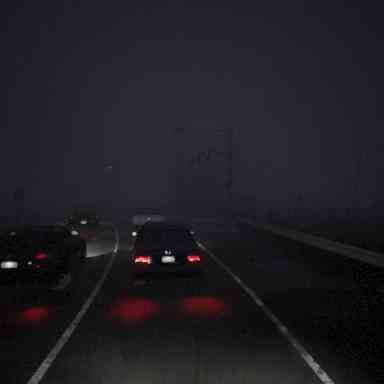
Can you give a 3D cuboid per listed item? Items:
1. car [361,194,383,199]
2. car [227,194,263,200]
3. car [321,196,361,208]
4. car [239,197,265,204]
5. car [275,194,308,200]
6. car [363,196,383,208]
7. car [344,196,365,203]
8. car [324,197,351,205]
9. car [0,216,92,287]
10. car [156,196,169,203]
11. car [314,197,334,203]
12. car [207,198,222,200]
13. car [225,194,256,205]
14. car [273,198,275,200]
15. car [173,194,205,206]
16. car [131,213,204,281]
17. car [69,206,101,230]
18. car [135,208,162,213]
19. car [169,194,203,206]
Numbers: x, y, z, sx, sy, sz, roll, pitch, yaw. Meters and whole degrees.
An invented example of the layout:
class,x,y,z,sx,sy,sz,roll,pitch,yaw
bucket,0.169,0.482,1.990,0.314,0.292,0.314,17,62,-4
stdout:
class,x,y,z,sx,sy,sz,roll,pitch,yaw
car,37.858,1.459,69.082,5.566,2.045,2.150,0,0,-28
car,8.911,1.437,58.124,5.566,2.045,2.150,0,0,-17
car,23.010,1.656,51.493,5.008,1.535,1.882,0,0,-18
car,12.667,1.784,70.309,4.902,1.511,2.128,0,0,-18
car,18.772,1.441,61.308,5.566,2.045,2.150,0,0,-17
car,26.134,1.644,45.157,4.902,1.511,2.128,0,0,-18
car,37.600,1.790,77.132,4.902,1.511,2.128,0,0,-32
car,28.176,1.702,64.438,5.008,1.535,1.882,0,0,-21
car,-4.305,1.604,9.401,1.994,1.385,4.181,0,0,-7
car,-4.899,1.603,64.630,4.553,1.767,2.097,0,0,-18
car,30.512,1.822,77.017,4.181,1.385,1.994,0,0,-25
car,4.372,1.818,67.597,4.181,1.385,1.994,0,0,-18
car,9.570,1.465,65.626,5.566,2.045,2.150,0,0,-18
car,19.423,1.473,68.837,5.566,2.045,2.150,0,0,-18
car,-0.634,1.460,62.370,5.566,2.045,2.150,0,0,-18
car,-0.836,1.587,10.056,2.033,1.411,5.357,0,0,-7
car,-6.954,1.617,21.634,1.812,1.442,4.674,0,0,-16
car,-2.924,1.691,22.445,1.895,1.301,4.718,0,0,-8
car,-0.950,1.563,54.914,4.553,1.767,2.097,0,0,-18
